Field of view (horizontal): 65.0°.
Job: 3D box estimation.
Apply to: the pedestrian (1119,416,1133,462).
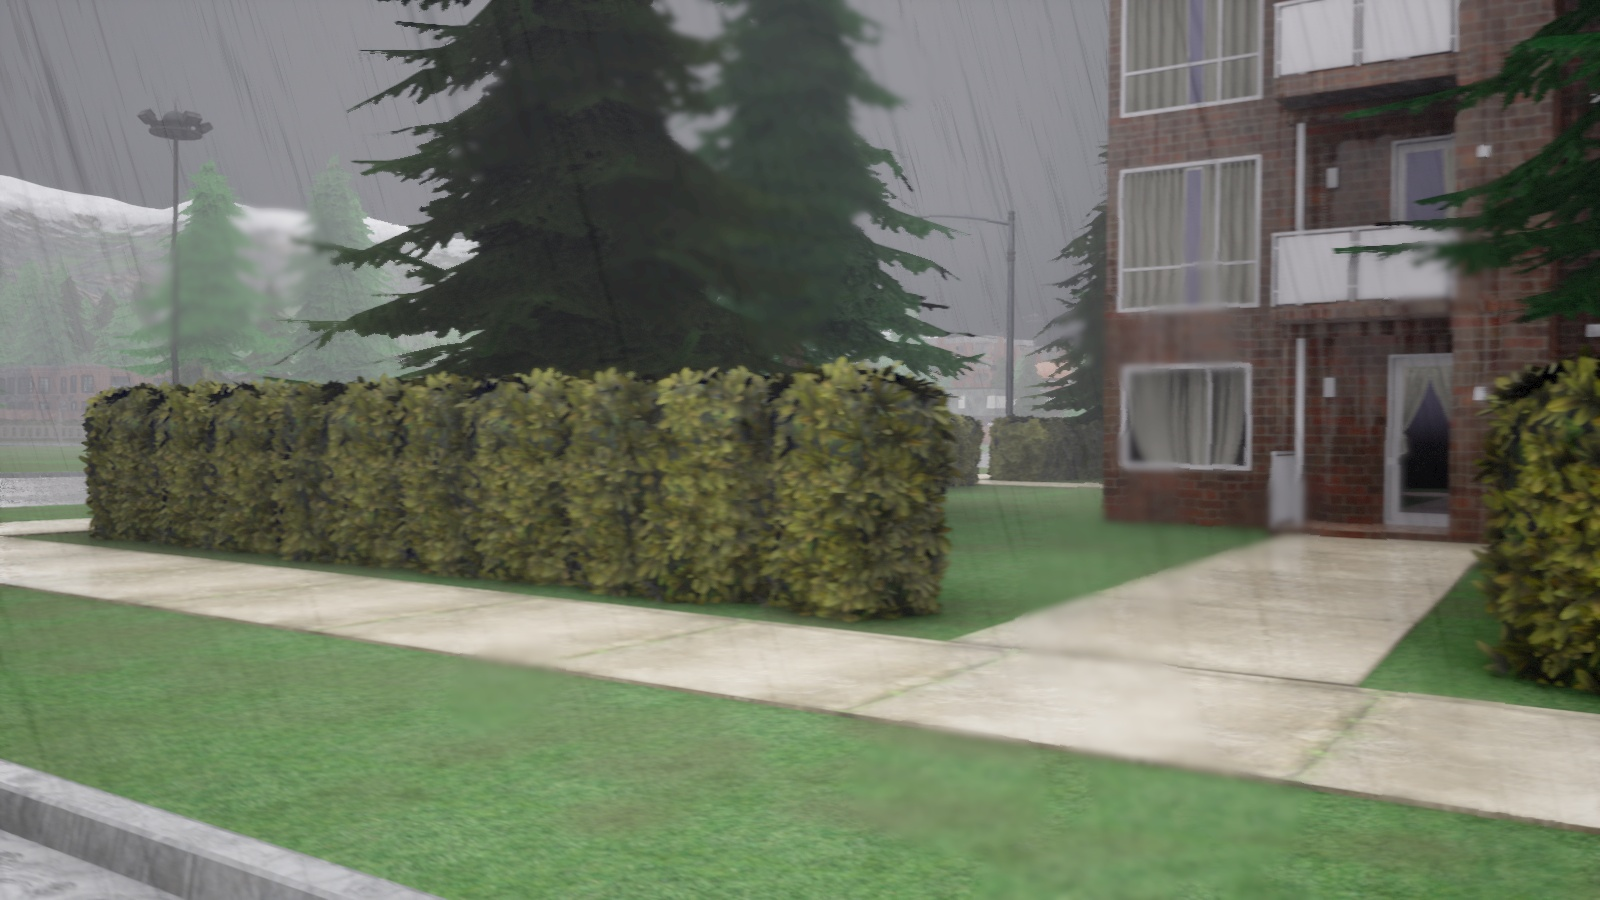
[{"bbox_3d":[13.026,-0.442,50.162,0.345,1.836,0.594,0,1,36],"label":"pedestrian"}]
